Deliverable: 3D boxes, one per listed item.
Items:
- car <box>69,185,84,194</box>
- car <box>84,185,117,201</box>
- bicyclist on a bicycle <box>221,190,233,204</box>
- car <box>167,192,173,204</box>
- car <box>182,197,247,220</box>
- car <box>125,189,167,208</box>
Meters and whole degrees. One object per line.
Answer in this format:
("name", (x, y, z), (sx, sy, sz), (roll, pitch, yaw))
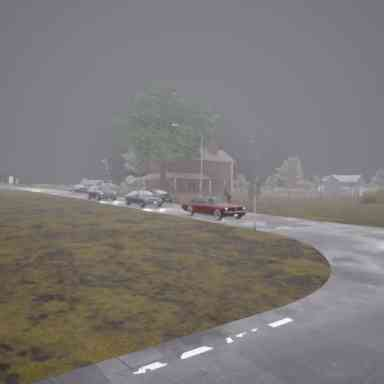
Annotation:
("car", (-18.780, -0.471, 54.883), (1.812, 1.442, 4.674), (0, 2, -35))
("car", (-10.263, 0.007, 37.909), (2.097, 1.767, 4.553), (0, 2, -36))
("bicyclist on a bicycle", (3.070, 0.649, 29.522), (1.656, 1.620, 0.582), (0, 2, -36))
("car", (-3.681, 0.440, 33.751), (1.812, 1.442, 4.674), (0, 2, -36))
("car", (1.353, 0.987, 21.624), (1.895, 1.301, 4.718), (0, 2, -36))
("car", (-4.424, 0.544, 29.721), (1.812, 1.442, 4.674), (0, 2, -36))
